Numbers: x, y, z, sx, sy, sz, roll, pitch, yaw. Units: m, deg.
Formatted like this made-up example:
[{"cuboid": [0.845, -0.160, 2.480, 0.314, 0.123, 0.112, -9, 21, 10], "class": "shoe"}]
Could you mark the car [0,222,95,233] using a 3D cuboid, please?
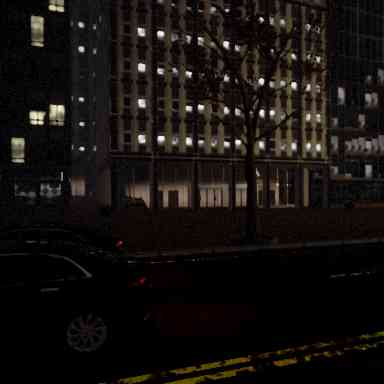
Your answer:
[{"cuboid": [-4.062, 1.492, 7.940, 4.902, 1.511, 2.128, 0, 0, -19], "class": "car"}]

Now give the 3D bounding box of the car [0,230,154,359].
[{"cuboid": [-3.024, 1.506, 4.860, 4.892, 1.490, 1.837, 0, 0, -19], "class": "car"}]
